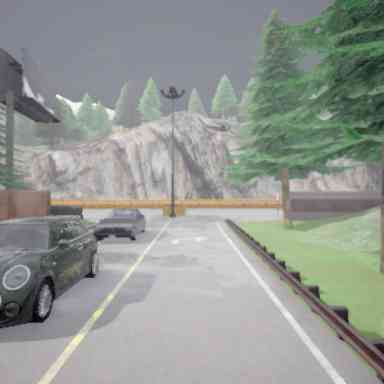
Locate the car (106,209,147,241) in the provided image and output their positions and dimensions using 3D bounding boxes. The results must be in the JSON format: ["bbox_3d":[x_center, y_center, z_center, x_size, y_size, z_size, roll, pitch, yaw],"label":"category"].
[{"bbox_3d":[-3.502,1.575,17.254,2.033,1.411,5.357,0,0,0],"label":"car"}]

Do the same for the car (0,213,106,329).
[{"bbox_3d":[-3.583,1.363,7.193,2.097,1.767,4.553,0,0,0],"label":"car"}]
